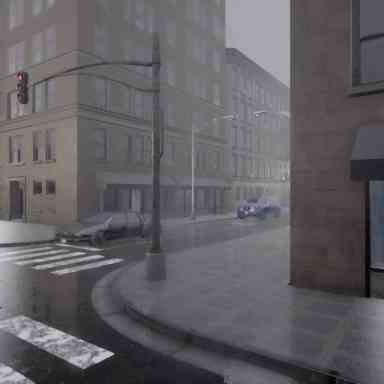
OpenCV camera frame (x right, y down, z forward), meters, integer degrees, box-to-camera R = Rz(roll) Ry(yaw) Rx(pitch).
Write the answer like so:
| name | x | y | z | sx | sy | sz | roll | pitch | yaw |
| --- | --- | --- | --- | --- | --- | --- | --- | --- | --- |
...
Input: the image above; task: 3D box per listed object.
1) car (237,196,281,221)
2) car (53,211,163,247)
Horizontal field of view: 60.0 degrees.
| name | x | y | z | sx | sy | sz | roll | pitch | yaw |
| --- | --- | --- | --- | --- | --- | --- | --- | --- | --- |
| car | 6.012 | 1.383 | 29.315 | 2.150 | 2.045 | 5.566 | 0 | -1 | 35 |
| car | -3.671 | 1.614 | 15.703 | 2.033 | 1.411 | 5.357 | 0 | 0 | 35 |
